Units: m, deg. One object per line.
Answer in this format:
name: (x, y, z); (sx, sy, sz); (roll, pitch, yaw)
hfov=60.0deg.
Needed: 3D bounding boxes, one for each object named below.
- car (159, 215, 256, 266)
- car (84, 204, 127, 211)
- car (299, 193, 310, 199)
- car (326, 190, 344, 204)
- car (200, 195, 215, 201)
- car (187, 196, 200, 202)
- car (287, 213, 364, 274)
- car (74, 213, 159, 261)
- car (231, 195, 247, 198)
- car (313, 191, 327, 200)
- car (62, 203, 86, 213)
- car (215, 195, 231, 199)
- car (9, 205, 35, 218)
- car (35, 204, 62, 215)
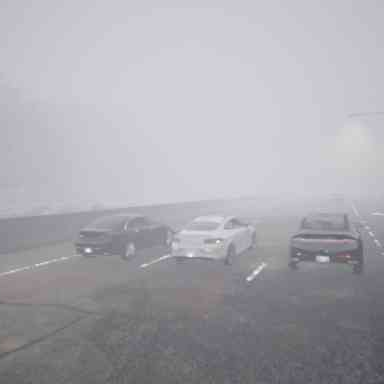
car: (0.889, 1.513, 11.551); (1.812, 1.442, 4.674); (-2, 0, 24)
car: (-6.802, 1.832, 28.920); (1.895, 1.301, 4.718); (-2, 0, 24)
car: (25.892, 0.865, 76.454); (1.812, 1.442, 4.674); (-2, 0, 24)
car: (21.652, 0.922, 49.672); (2.128, 1.511, 4.902); (-2, 0, 24)
car: (4.006, 1.415, 70.282); (1.994, 1.385, 4.181); (-2, 0, 24)
car: (0.558, 1.513, 71.139); (1.882, 1.535, 5.008); (-2, 0, 24)
car: (4.149, 1.382, 10.284); (2.128, 1.511, 4.902); (-2, 0, 24)
car: (-2.355, 1.590, 12.874); (1.837, 1.490, 4.892); (-2, 0, 24)
car: (10.167, 1.291, 66.912); (2.033, 1.411, 5.357); (-2, 0, 24)
car: (25.079, 0.946, 66.003); (1.895, 1.301, 4.718); (-2, 0, 24)
car: (-9.548, 1.840, 31.339); (1.812, 1.442, 4.674); (-2, 0, 24)
car: (7.202, 1.308, 68.861); (2.033, 1.411, 5.357); (-2, 0, 24)
car: (-15.909, 2.051, 34.244); (2.033, 1.411, 5.357); (-2, 0, 24)
car: (-12.566, 1.897, 33.160); (2.128, 1.511, 4.902); (-2, 0, 24)
